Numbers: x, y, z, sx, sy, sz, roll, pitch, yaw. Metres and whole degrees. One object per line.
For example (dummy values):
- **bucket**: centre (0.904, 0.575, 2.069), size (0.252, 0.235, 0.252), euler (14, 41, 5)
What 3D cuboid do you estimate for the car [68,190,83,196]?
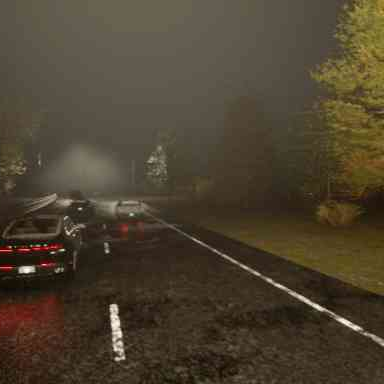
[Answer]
- **car**: centre (-20.110, 0.618, 57.498), size (2.150, 2.045, 5.566), euler (-2, 1, -21)

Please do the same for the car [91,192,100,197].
- **car**: centre (-24.808, 0.629, 85.572), size (1.994, 1.385, 4.181), euler (-2, 1, -15)

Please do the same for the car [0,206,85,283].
- **car**: centre (-4.247, 1.404, 9.573), size (1.837, 1.490, 4.892), euler (-2, 1, -16)

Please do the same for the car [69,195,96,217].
- **car**: centre (-8.983, 1.236, 27.053), size (1.994, 1.385, 4.181), euler (-2, 1, -15)

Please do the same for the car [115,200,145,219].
- **car**: centre (-4.723, 1.214, 24.754), size (1.895, 1.301, 4.718), euler (-2, 1, -15)
